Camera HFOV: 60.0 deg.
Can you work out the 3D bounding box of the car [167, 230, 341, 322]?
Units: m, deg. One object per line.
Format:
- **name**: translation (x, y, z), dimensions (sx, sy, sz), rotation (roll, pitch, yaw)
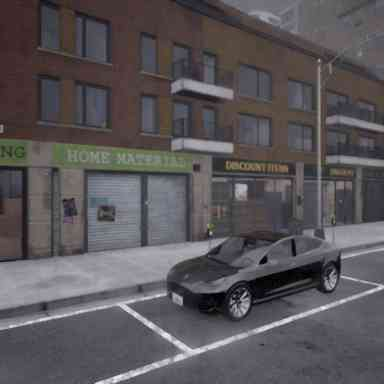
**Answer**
- **car**: translation (1.517, 1.564, 7.257), dimensions (4.313, 1.339, 1.947), rotation (0, 0, -35)
